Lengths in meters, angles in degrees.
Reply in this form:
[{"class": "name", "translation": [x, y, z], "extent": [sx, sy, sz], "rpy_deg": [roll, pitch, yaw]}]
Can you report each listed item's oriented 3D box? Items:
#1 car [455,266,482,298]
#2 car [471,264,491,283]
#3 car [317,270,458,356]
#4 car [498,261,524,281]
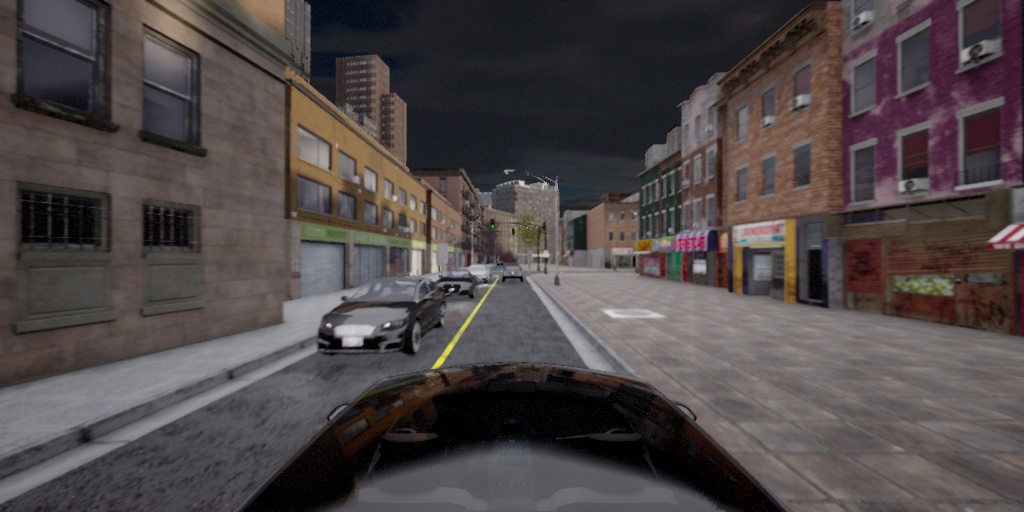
[{"class": "car", "translation": [-2.843, 1.402, 18.885], "extent": [1.994, 1.385, 4.181], "rpy_deg": [0, 0, -1]}, {"class": "car", "translation": [-2.800, 1.420, 29.478], "extent": [1.812, 1.442, 4.674], "rpy_deg": [0, 0, 2]}, {"class": "car", "translation": [-2.850, 1.278, 8.855], "extent": [2.128, 1.511, 4.902], "rpy_deg": [0, 0, 0]}, {"class": "car", "translation": [0.073, 1.454, 31.707], "extent": [2.033, 1.411, 5.357], "rpy_deg": [0, 0, 0]}]
